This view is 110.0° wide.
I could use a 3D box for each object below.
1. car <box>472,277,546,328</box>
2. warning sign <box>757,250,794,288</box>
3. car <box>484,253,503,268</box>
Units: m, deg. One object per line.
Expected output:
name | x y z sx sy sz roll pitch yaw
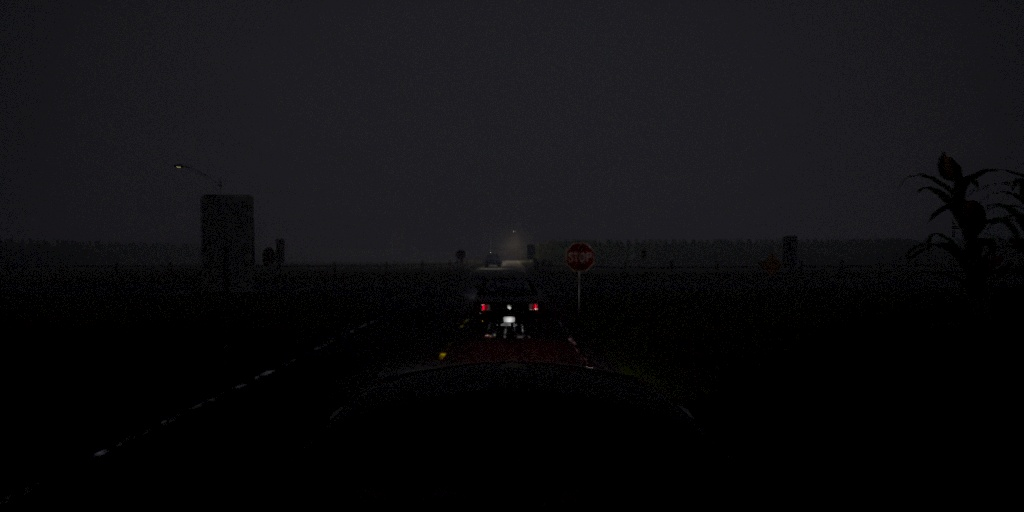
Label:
car | -0.199 1.289 11.161 1.895 1.301 4.718 0 0 -4
warning sign | 14.065 0.765 19.402 1.060 1.860 1.300 0 0 -6
car | -2.814 0.616 52.760 2.150 2.045 5.566 0 1 1
